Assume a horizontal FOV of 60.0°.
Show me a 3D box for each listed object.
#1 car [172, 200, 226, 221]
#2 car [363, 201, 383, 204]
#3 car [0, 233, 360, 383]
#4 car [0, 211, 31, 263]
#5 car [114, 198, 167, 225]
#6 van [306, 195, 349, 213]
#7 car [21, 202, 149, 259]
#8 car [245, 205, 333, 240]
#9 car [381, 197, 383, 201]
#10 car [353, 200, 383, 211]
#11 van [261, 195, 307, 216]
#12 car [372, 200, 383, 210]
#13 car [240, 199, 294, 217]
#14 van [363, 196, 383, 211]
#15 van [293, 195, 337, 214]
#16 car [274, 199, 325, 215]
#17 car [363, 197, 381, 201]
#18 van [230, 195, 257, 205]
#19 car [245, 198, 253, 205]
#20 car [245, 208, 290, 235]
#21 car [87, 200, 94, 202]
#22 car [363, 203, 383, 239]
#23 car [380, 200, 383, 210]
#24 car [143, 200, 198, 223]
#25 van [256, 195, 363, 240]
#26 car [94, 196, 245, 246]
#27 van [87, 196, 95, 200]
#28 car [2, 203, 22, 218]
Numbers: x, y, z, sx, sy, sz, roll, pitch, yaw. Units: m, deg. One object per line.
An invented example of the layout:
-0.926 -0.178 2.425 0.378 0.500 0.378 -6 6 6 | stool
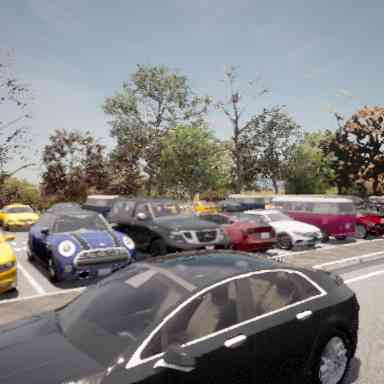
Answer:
0.486 1.509 28.655 2.097 1.535 5.008 0 0 -35 | car
12.458 1.556 21.093 2.163 1.488 4.792 0 0 -35 | car
-0.081 1.502 3.627 4.892 1.490 1.837 0 0 -35 | car
-5.648 1.466 8.240 2.097 1.535 5.008 0 0 -35 | car
-4.012 1.366 25.418 2.185 1.767 4.553 0 0 -35 | car
16.196 1.406 39.995 1.878 1.987 4.442 1 -1 -35 | van
-3.401 1.342 9.872 2.185 1.767 4.553 0 0 -35 | car
3.395 1.531 14.678 2.002 1.452 4.674 0 0 -35 | car
23.030 1.792 44.713 2.097 1.535 5.008 1 -1 -35 | car
25.284 1.885 46.323 2.002 1.452 4.674 1 -1 -35 | car
9.576 1.318 34.992 1.878 1.987 4.442 0 0 -35 | van
29.691 1.989 49.468 2.002 1.452 4.674 1 -1 -35 | car
7.360 1.532 33.331 1.946 1.575 5.366 0 0 -35 | car
27.373 1.670 47.957 1.878 1.987 4.442 1 -1 -35 | van
13.967 1.350 38.121 1.878 1.987 4.442 1 0 -35 | van
11.760 1.552 36.699 2.097 1.535 5.008 0 0 -35 | car
20.690 1.485 43.018 2.435 2.045 5.566 1 -1 -35 | car
4.928 1.301 31.969 1.878 1.987 4.442 0 0 -35 | van
2.743 1.519 30.261 2.231 1.521 4.892 0 0 -35 | car
1.119 1.512 13.089 2.163 1.488 4.792 0 0 -35 | car
-8.539 1.475 22.224 2.231 1.521 4.892 0 0 -35 | car
7.916 1.508 17.902 2.097 1.535 5.008 0 0 -35 | car
32.054 2.005 51.141 2.097 1.535 5.008 1 -1 -35 | car
-1.873 1.500 26.974 2.097 1.535 5.008 0 0 -35 | car
5.591 1.274 16.382 1.878 1.987 4.442 0 0 -35 | van
-1.108 1.222 11.432 2.435 2.045 5.566 0 0 -35 | car
-6.354 1.257 23.932 1.878 1.987 4.442 0 0 -35 | van
-10.690 1.464 20.473 1.946 1.575 5.366 0 0 -35 | car
